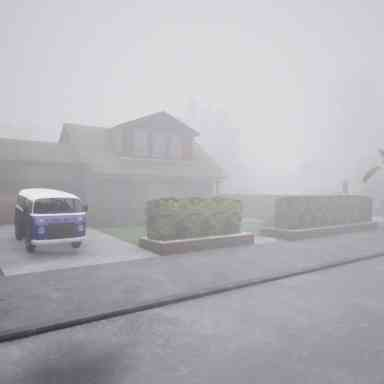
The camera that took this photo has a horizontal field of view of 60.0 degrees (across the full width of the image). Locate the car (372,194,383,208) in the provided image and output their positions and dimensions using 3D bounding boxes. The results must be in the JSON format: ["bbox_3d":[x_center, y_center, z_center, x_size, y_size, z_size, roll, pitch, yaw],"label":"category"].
[{"bbox_3d":[24.038,0.986,40.783,3.866,1.878,1.905,0,0,0],"label":"car"}]
